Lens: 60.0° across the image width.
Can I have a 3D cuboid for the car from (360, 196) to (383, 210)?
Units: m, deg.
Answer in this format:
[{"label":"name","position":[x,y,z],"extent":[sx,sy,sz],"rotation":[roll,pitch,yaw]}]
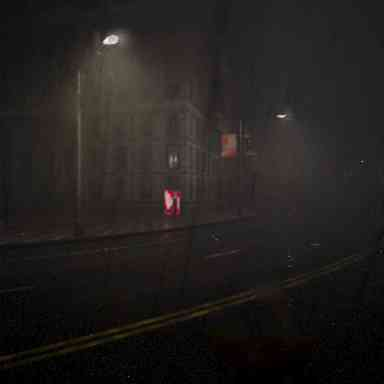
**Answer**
[{"label":"car","position":[20.000,1.187,36.707],"extent":[1.882,1.535,5.008],"rotation":[0,0,17]}]
